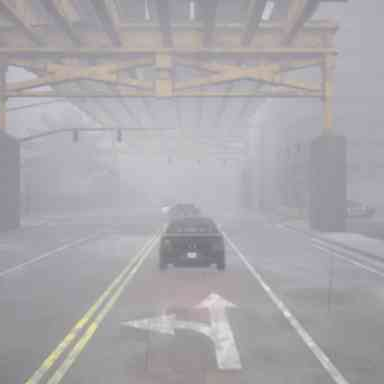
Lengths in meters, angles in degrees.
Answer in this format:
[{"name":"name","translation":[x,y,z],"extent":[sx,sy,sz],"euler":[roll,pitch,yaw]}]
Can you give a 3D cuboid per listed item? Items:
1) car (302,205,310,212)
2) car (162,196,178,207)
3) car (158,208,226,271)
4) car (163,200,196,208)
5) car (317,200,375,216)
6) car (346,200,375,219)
[{"name":"car","translation":[13.469,1.514,32.732],"extent":[4.974,1.542,2.038],"euler":[0,0,25]},{"name":"car","translation":[-3.768,1.588,53.696],"extent":[2.128,1.511,4.902],"euler":[0,0,0]},{"name":"car","translation":[0.004,1.502,11.116],"extent":[1.882,1.535,5.008],"euler":[0,0,0]},{"name":"car","translation":[-0.695,1.597,26.258],"extent":[2.033,1.411,5.357],"euler":[0,0,-13]},{"name":"car","translation":[13.207,1.349,28.590],"extent":[4.536,1.218,1.853],"euler":[0,0,-20]},{"name":"car","translation":[13.158,1.507,28.572],"extent":[4.974,1.542,2.038],"euler":[0,0,-20]}]
